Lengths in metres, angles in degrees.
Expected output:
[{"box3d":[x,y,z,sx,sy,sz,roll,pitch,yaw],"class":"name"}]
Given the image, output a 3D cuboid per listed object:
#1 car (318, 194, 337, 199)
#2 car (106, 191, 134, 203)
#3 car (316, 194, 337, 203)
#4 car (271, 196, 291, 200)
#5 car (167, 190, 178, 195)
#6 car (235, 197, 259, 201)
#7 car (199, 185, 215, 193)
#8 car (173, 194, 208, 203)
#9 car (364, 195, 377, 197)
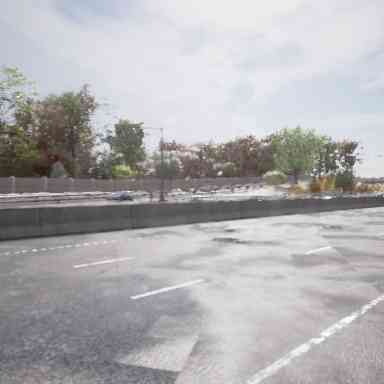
[{"box3d":[20.214,1.348,48.732,5.357,1.411,2.033,0,0,-43],"class":"car"},{"box3d":[-9.807,0.659,45.862,1.812,1.442,4.674,0,1,24],"class":"car"},{"box3d":[25.784,1.245,63.526,4.892,1.490,1.837,0,1,-43],"class":"car"},{"box3d":[14.122,1.313,52.614,4.181,1.385,1.994,0,0,-43],"class":"car"},{"box3d":[-3.119,0.407,61.277,1.994,1.385,4.181,0,2,24],"class":"car"},{"box3d":[5.586,1.312,35.029,4.892,1.490,1.837,0,0,-43],"class":"car"},{"box3d":[3.422,-0.456,74.983,2.150,2.045,5.566,0,2,26],"class":"car"},{"box3d":[0.014,1.320,39.397,4.181,1.385,1.994,0,0,-43],"class":"car"},{"box3d":[31.933,1.304,59.701,4.892,1.490,1.837,0,0,-43],"class":"car"}]
